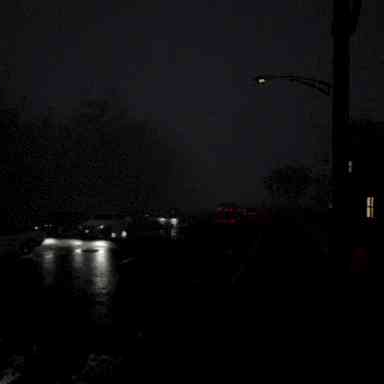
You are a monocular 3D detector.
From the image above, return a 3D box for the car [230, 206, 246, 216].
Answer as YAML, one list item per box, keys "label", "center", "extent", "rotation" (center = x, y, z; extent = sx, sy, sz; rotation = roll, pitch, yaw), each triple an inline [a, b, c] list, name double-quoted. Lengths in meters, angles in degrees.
- label: "car"
  center: [7.881, 3.184, 56.775]
  extent: [2.033, 1.411, 5.357]
  rotation: [1, -2, 15]

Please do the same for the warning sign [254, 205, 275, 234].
- label: "warning sign"
  center: [4.855, 1.800, 22.204]
  extent: [1.300, 1.860, 1.060]
  rotation: [1, -1, 15]

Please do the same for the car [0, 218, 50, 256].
- label: "car"
  center: [-7.640, 1.790, 12.064]
  extent: [1.895, 1.301, 4.718]
  rotation: [1, -2, 15]

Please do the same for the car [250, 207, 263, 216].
- label: "car"
  center: [10.591, 3.224, 54.341]
  extent: [1.895, 1.301, 4.718]
  rotation: [1, -2, 15]

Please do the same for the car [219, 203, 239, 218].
- label: "car"
  center: [5.137, 2.543, 46.498]
  extent: [2.150, 2.045, 5.566]
  rotation: [1, -2, 15]

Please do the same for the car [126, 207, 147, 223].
- label: "car"
  center: [-5.831, 2.221, 31.400]
  extent: [2.128, 1.511, 4.902]
  rotation: [1, -2, 15]

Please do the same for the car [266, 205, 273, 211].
- label: "car"
  center: [21.114, 4.250, 90.276]
  extent: [1.812, 1.442, 4.674]
  rotation: [1, -1, 15]

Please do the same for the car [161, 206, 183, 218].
- label: "car"
  center: [-2.486, 2.635, 43.680]
  extent: [1.812, 1.442, 4.674]
  rotation: [1, -2, 16]

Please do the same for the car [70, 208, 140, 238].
- label: "car"
  center: [-5.279, 1.991, 20.917]
  extent: [1.812, 1.442, 4.674]
  rotation: [1, -2, 15]

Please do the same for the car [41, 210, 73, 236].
- label: "car"
  center: [-8.427, 1.934, 21.717]
  extent: [1.837, 1.490, 4.892]
  rotation: [1, -2, 15]

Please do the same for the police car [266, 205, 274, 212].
- label: "police car"
  center: [18.561, 3.864, 80.728]
  extent: [1.930, 1.638, 5.238]
  rotation: [1, -1, 15]

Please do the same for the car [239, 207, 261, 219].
- label: "car"
  center: [7.900, 2.862, 44.279]
  extent: [2.033, 1.411, 5.357]
  rotation: [1, -2, 15]
